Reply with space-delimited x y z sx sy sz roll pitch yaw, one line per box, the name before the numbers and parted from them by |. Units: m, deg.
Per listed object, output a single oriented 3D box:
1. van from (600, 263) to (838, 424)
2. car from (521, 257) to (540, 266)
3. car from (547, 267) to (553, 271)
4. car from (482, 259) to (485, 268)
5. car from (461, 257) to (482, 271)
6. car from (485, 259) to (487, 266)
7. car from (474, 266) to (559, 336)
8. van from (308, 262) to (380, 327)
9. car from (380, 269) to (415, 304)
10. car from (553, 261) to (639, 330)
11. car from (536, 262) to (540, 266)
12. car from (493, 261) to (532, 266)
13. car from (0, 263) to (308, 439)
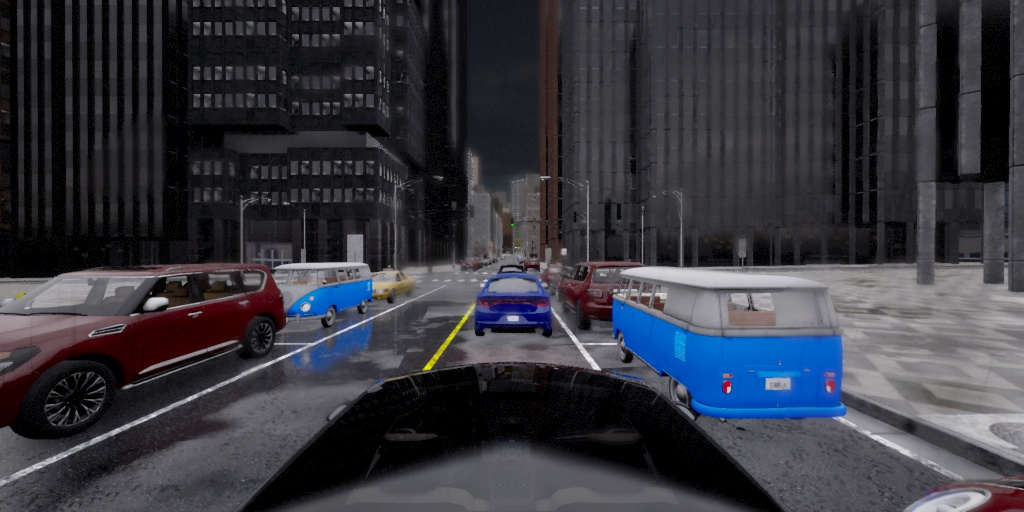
van | 2.767 1.091 5.571 1.690 1.789 3.998 0 0 0
car | 2.762 1.084 49.188 2.192 1.841 5.009 0 0 0
car | 2.764 1.301 16.622 2.007 1.370 4.403 0 0 0
car | -5.764 1.090 54.840 2.192 1.841 5.009 0 0 0
car | -5.764 1.084 49.197 2.192 1.841 5.009 0 0 0
car | -5.764 1.348 60.483 1.948 1.339 4.313 0 0 0
car | 0.058 1.228 10.385 1.882 1.535 5.008 0 0 1
van | -5.765 1.091 11.109 1.690 1.789 3.998 0 0 0
car | -5.764 1.276 16.463 1.751 1.417 4.829 0 0 0
car | 2.765 1.064 11.097 2.192 1.841 5.009 0 0 0
car | 2.763 1.297 22.147 1.888 1.381 4.507 0 0 0
car | 0.000 1.257 20.756 1.837 1.490 4.892 0 0 0
car | -5.765 1.064 5.584 2.192 1.841 5.009 0 0 0
